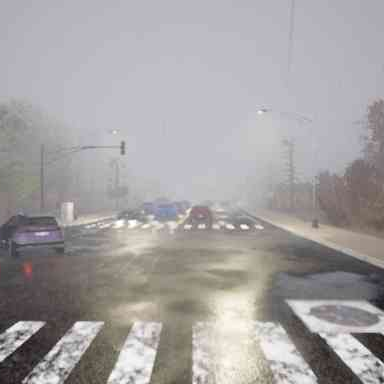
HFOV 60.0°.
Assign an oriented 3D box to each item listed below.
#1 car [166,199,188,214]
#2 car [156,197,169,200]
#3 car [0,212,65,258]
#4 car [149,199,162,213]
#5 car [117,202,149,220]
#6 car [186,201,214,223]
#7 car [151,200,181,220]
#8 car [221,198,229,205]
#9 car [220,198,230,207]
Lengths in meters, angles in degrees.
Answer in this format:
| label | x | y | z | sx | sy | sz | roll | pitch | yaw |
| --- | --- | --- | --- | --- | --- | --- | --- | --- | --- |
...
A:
| label | x | y | z | sx | sy | sz | roll | pitch | yaw |
| --- | --- | --- | --- | --- | --- | --- | --- | --- | --- |
| car | -1.932 | 1.938 | 42.226 | 1.882 | 1.535 | 5.008 | 0 | -1 | 4 |
| car | -4.558 | 1.767 | 50.889 | 2.150 | 2.045 | 5.566 | 0 | 0 | 5 |
| car | -6.808 | 1.643 | 13.988 | 2.033 | 1.649 | 4.856 | 1 | -1 | -36 |
| car | -5.271 | 1.925 | 40.896 | 1.882 | 1.535 | 5.008 | 0 | -1 | 4 |
| car | -5.748 | 1.919 | 32.014 | 1.994 | 1.385 | 4.181 | 0 | -1 | 4 |
| car | 0.799 | 1.800 | 28.959 | 1.882 | 1.535 | 5.008 | 0 | -1 | 2 |
| car | -2.471 | 1.840 | 32.753 | 1.882 | 1.535 | 5.008 | 0 | -1 | 3 |
| car | 7.759 | 2.271 | 77.574 | 1.837 | 1.490 | 4.892 | 0 | 0 | 6 |
| car | 6.365 | 2.263 | 64.181 | 1.895 | 1.301 | 4.718 | 0 | 0 | 5 |
